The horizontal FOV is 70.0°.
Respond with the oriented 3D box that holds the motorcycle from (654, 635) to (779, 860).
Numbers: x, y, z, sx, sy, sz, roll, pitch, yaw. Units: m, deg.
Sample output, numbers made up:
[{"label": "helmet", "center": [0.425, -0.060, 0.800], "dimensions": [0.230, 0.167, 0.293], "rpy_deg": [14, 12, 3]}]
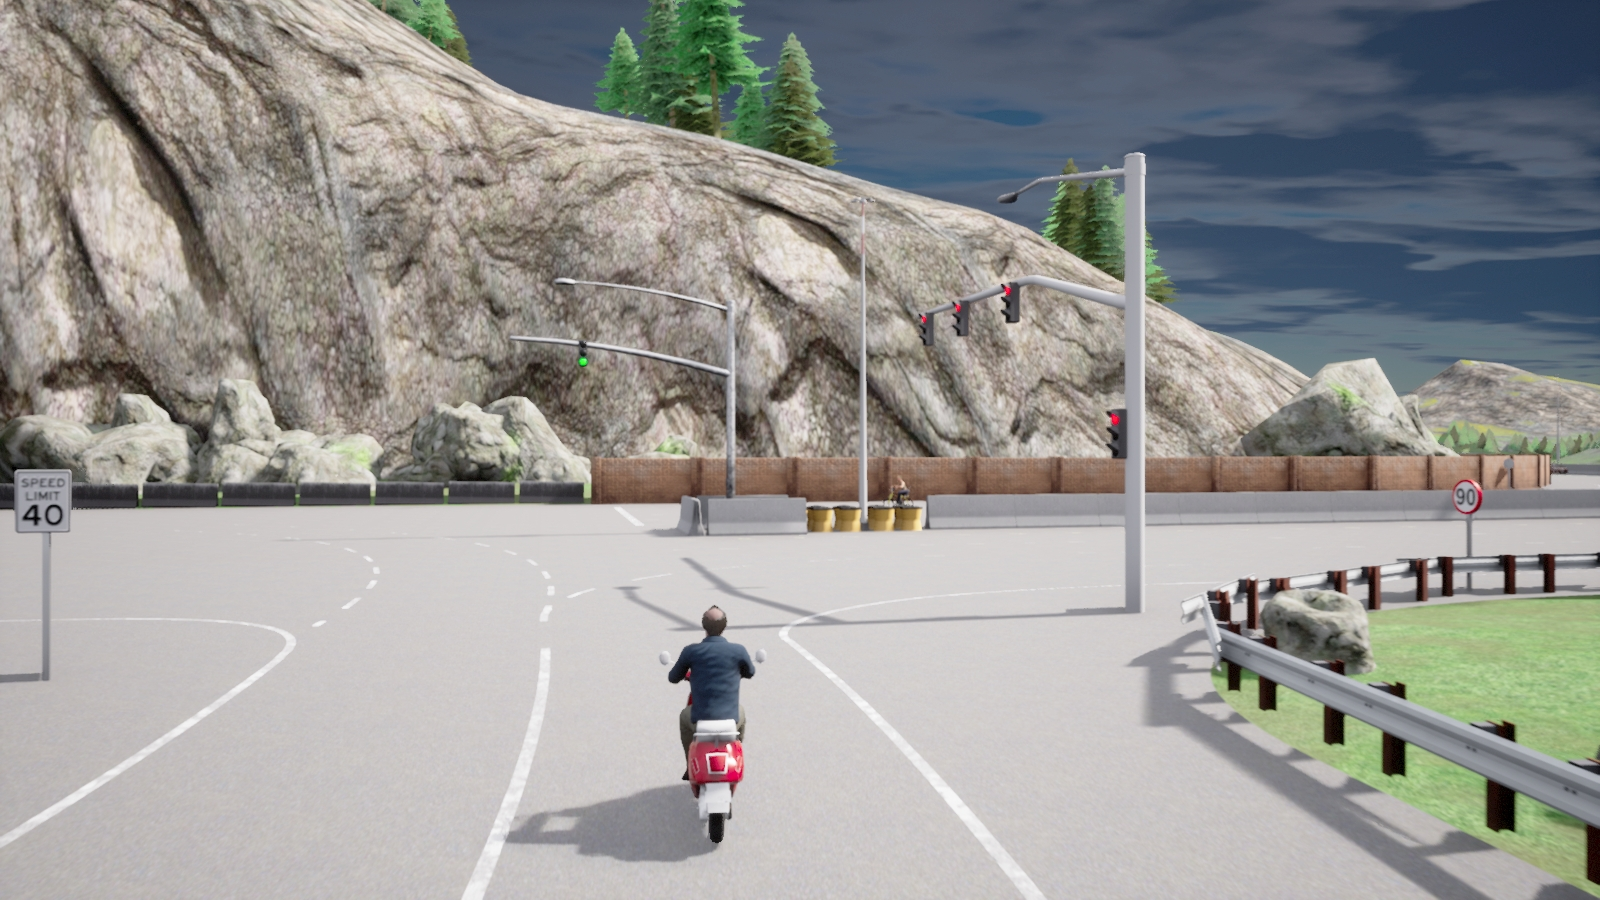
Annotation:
[{"label": "motorcycle", "center": [-0.668, 2.183, 8.740], "dimensions": [0.856, 1.236, 1.805], "rpy_deg": [0, 0, -6]}]
